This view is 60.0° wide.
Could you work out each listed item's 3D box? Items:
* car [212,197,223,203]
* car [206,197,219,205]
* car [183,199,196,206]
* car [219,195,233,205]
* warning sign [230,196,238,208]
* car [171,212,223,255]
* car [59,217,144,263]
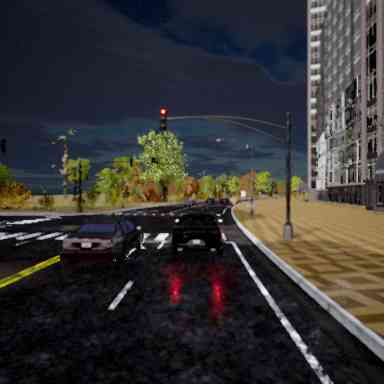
[{"bbox_3d":[6.493,2.065,84.545,2.033,1.411,5.357,0,0,14],"label":"car"},{"bbox_3d":[4.266,2.062,74.435,1.882,1.535,5.008,0,0,12],"label":"car"},{"bbox_3d":[-0.394,2.076,67.570,2.033,1.411,5.357,0,0,11],"label":"car"},{"bbox_3d":[7.546,2.065,74.239,1.882,1.535,5.008,0,0,12],"label":"car"},{"bbox_3d":[6.573,1.529,52.271,1.300,1.860,1.060,0,0,8],"label":"warning sign"},{"bbox_3d":[0.273,1.587,13.973,1.882,1.535,5.008,0,0,3],"label":"car"},{"bbox_3d":[-3.093,1.644,12.405,2.033,1.411,5.357,0,0,1],"label":"car"}]
